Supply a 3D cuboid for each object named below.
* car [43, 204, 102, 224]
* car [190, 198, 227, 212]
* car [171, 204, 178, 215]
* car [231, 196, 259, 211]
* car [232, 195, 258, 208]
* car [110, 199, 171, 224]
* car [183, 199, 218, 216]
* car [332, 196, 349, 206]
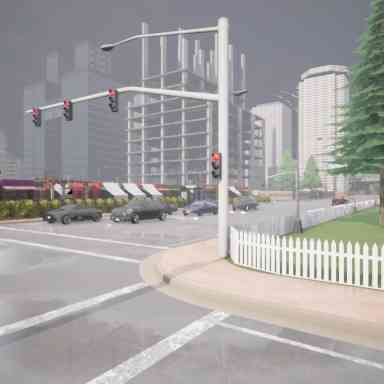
[{"bbox_3d":[-8.699,1.564,24.463,1.994,1.385,4.181,0,0,34],"label":"car"},{"bbox_3d":[2.114,1.547,40.463,2.033,1.411,5.357,0,0,34],"label":"car"},{"bbox_3d":[-3.524,1.547,32.122,2.033,1.411,5.357,0,0,34],"label":"car"},{"bbox_3d":[6.587,1.505,40.815,1.837,1.490,4.892,0,0,34],"label":"car"},{"bbox_3d":[7.809,1.352,48.821,2.097,1.767,4.553,0,0,34],"label":"car"},{"bbox_3d":[-3.986,1.352,25.185,2.097,1.767,4.553,0,0,34],"label":"car"},{"bbox_3d":[0.959,1.526,32.484,1.812,1.442,4.674,0,0,34],"label":"car"},{"bbox_3d":[23.981,1.478,53.722,1.882,1.535,5.008,0,0,34],"label":"car"}]
